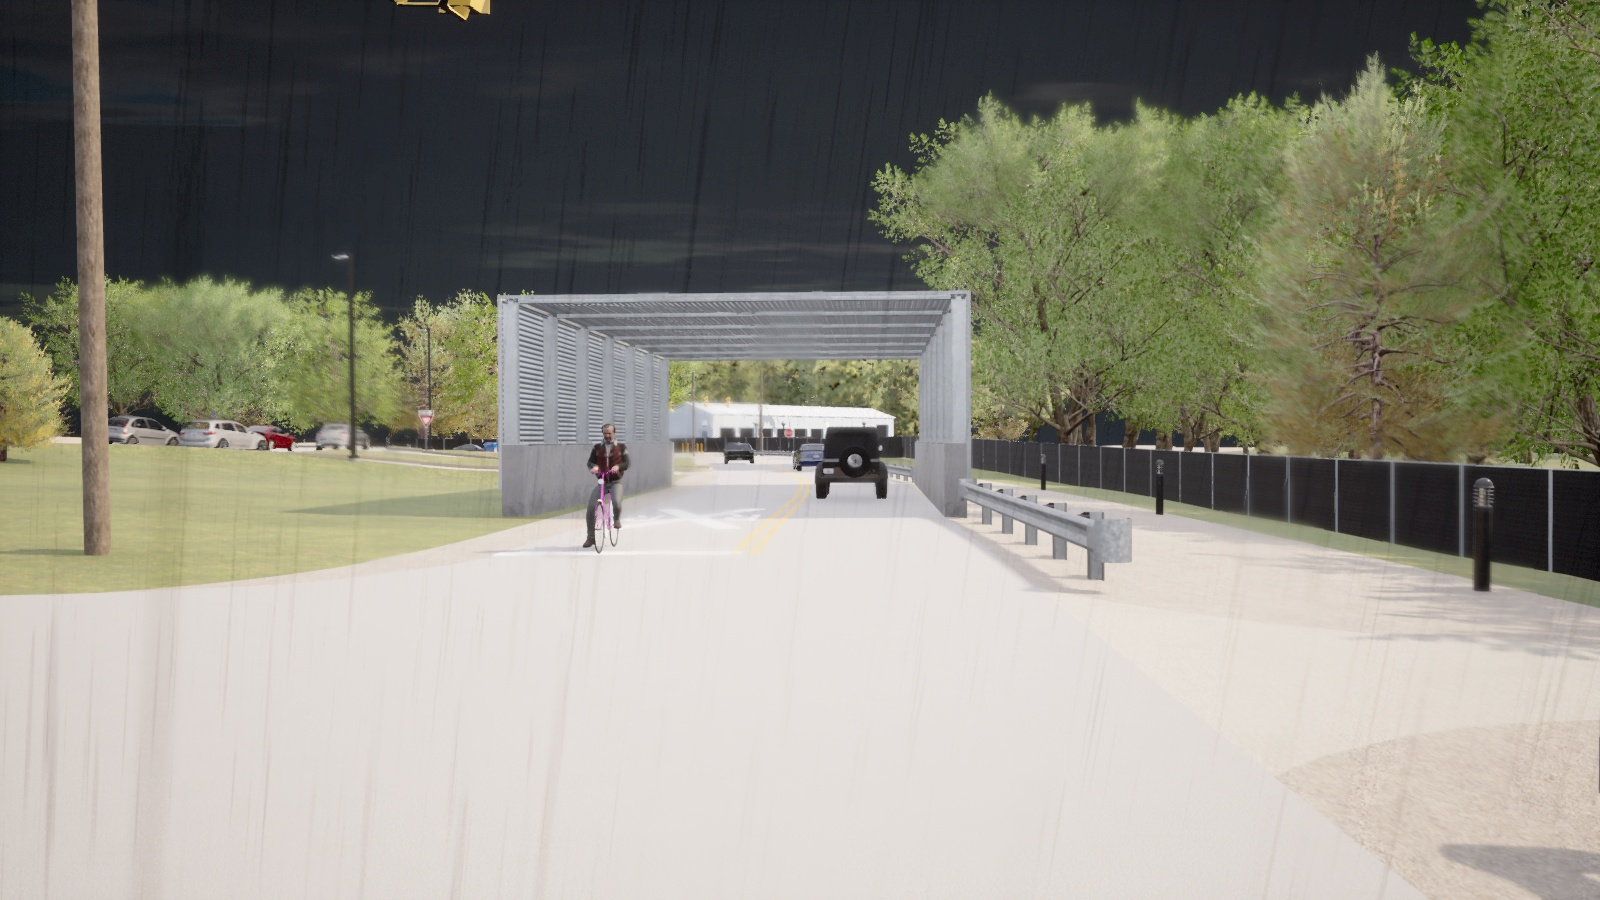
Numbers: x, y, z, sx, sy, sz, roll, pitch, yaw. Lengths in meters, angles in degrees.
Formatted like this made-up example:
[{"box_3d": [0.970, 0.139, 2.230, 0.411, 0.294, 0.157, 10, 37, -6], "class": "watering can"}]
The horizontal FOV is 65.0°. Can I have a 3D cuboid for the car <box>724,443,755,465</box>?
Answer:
[{"box_3d": [-3.781, 0.214, 77.999, 1.895, 1.301, 4.718, 0, 1, -3], "class": "car"}]

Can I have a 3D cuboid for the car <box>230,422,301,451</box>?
[{"box_3d": [-32.180, -0.780, 75.796, 1.882, 1.535, 5.008, 4, -1, 2], "class": "car"}]

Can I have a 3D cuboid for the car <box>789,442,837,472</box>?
[{"box_3d": [0.629, 0.329, 63.625, 2.033, 1.411, 5.357, 0, 1, -4], "class": "car"}]

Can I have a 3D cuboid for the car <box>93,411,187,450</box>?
[{"box_3d": [-33.614, -0.976, 64.053, 1.851, 1.617, 3.988, 7, 0, 16], "class": "car"}]

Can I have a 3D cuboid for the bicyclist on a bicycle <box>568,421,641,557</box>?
[{"box_3d": [-2.668, 0.512, 17.283, 0.659, 1.776, 1.843, 0, 0, 2], "class": "bicyclist on a bicycle"}]

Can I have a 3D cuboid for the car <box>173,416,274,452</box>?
[{"box_3d": [-29.053, -0.771, 63.480, 2.242, 1.667, 4.611, 1, -1, 14], "class": "car"}]

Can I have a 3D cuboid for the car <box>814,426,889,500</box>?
[{"box_3d": [1.406, 0.313, 34.005, 1.905, 1.878, 3.866, 0, 0, 3], "class": "car"}]

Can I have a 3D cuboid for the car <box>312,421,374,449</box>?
[{"box_3d": [-27.991, -0.950, 77.070, 2.152, 1.651, 5.027, -1, 1, -3], "class": "car"}]
